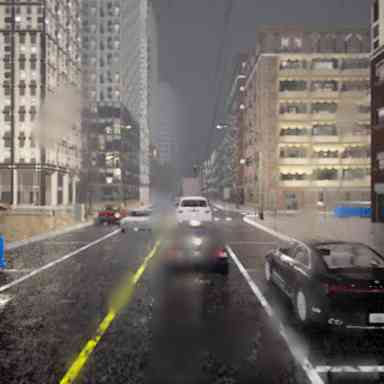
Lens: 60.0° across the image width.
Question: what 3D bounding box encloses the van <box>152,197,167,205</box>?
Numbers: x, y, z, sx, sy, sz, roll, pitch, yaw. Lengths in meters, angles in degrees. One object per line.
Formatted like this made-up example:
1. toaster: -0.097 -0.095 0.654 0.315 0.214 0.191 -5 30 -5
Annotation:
1. van: -5.695 1.677 56.390 1.690 1.788 3.998 0 0 0

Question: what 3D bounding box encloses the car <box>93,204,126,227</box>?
1. car: -5.693 1.579 23.916 1.967 1.590 4.097 0 0 0

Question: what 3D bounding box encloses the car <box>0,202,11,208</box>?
1. car: -21.134 1.271 34.699 4.097 1.590 1.967 1 -1 0

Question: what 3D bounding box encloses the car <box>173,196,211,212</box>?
1. car: 0.104 1.349 21.999 2.150 2.045 5.566 0 0 0

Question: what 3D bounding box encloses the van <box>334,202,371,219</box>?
1. van: 16.927 1.906 34.648 3.998 1.788 1.690 1 -1 0

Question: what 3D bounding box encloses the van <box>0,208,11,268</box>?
1. van: -5.692 1.381 6.971 1.690 1.788 3.998 0 0 0

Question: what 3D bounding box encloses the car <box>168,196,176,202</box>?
1. car: -5.698 2.028 95.245 1.967 1.590 4.097 0 0 0

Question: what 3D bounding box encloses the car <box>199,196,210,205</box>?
1. car: 2.684 1.757 73.044 2.192 1.841 5.009 0 0 0

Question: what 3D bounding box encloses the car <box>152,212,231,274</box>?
1. car: 0.103 1.609 10.683 2.033 1.411 5.357 0 0 0

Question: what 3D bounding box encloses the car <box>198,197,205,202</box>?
1. car: 2.683 2.139 95.245 2.008 1.369 4.403 0 0 0

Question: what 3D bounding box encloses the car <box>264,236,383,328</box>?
1. car: 2.689 1.591 6.969 2.008 1.369 4.403 0 0 0

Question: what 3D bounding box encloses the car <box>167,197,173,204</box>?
1. car: -5.696 2.002 78.422 1.752 1.417 4.829 0 0 0

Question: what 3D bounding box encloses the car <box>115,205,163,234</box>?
1. car: -3.013 1.718 20.194 1.895 1.301 4.718 0 0 0

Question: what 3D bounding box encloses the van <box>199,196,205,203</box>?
1. van: 2.683 1.892 89.696 1.690 1.788 3.998 0 0 0
